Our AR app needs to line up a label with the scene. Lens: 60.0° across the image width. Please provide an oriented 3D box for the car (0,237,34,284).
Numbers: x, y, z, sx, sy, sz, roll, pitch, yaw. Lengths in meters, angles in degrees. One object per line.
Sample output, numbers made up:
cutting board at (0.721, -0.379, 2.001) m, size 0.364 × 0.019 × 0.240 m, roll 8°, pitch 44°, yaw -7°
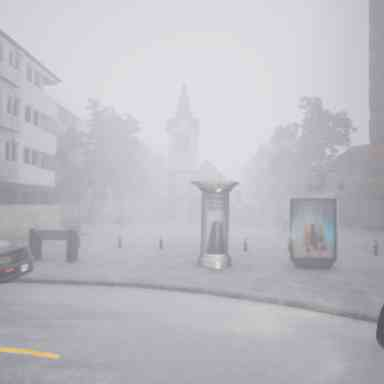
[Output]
car at (-6.480, 1.685, 8.423) m, size 4.674 × 1.442 × 1.812 m, roll 1°, pitch 2°, yaw 3°

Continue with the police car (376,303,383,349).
police car at (4.492, 1.626, 2.919) m, size 1.930 × 1.638 × 5.238 m, roll 2°, pitch -3°, yaw -34°
